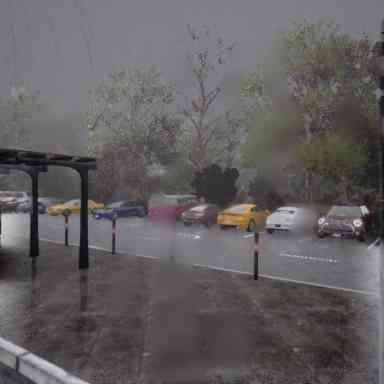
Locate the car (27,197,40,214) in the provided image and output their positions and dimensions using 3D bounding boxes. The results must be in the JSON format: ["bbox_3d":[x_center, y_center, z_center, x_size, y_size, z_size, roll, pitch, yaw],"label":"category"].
[{"bbox_3d":[-12.436,1.331,31.521,2.163,1.488,4.792,1,0,35],"label":"car"}]

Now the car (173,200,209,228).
[{"bbox_3d":[1.134,1.491,21.871,2.002,1.452,4.674,1,0,35],"label":"car"}]

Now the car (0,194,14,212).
[{"bbox_3d":[-16.979,1.251,34.709,2.097,1.535,5.008,1,0,35],"label":"car"}]

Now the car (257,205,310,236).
[{"bbox_3d":[5.666,1.541,18.663,2.002,1.452,4.674,1,0,35],"label":"car"}]

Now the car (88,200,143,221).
[{"bbox_3d":[-5.674,1.405,26.661,2.163,1.488,4.792,1,0,35],"label":"car"}]

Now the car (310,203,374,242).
[{"bbox_3d":[7.952,1.402,17.085,2.185,1.767,4.553,1,0,35],"label":"car"}]

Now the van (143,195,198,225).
[{"bbox_3d":[-1.059,1.200,23.571,1.878,1.987,4.442,1,0,35],"label":"van"}]

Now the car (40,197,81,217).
[{"bbox_3d":[-10.295,1.323,29.741,1.946,1.575,5.366,1,0,35],"label":"car"}]

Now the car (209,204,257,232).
[{"bbox_3d":[3.400,1.476,20.264,2.097,1.535,5.008,1,0,35],"label":"car"}]

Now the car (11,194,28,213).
[{"bbox_3d":[-14.714,1.277,33.106,2.231,1.521,4.892,1,0,35],"label":"car"}]

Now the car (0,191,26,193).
[{"bbox_3d":[-21.528,0.950,37.888,2.435,2.045,5.566,1,0,35],"label":"car"}]
